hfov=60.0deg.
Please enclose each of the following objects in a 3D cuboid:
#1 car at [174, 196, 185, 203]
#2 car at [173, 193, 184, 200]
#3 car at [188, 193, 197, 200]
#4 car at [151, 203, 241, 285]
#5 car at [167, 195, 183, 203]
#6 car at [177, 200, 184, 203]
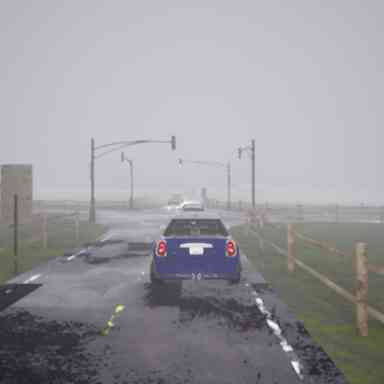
[{"bbox_3d":[-2.707,1.534,73.097,2.033,1.411,5.357,0,0,0],"label":"car"},{"bbox_3d":[-2.760,1.214,62.430,2.150,2.045,5.566,0,0,0],"label":"car"},{"bbox_3d":[0.110,1.221,93.669,2.150,2.045,5.566,0,0,0],"label":"car"},{"bbox_3d":[0.095,1.349,9.612,2.097,1.767,4.553,0,0,0],"label":"car"},{"bbox_3d":[-2.854,1.556,52.965,1.994,1.385,4.181,0,0,0],"label":"car"},{"bbox_3d":[0.084,1.502,21.936,1.837,1.490,4.892,0,1,0],"label":"car"}]
